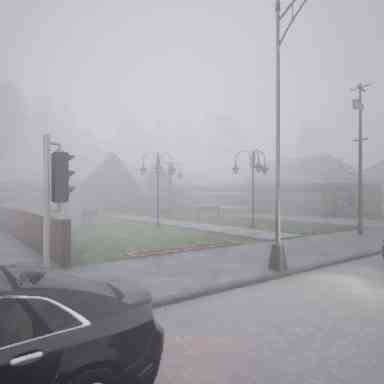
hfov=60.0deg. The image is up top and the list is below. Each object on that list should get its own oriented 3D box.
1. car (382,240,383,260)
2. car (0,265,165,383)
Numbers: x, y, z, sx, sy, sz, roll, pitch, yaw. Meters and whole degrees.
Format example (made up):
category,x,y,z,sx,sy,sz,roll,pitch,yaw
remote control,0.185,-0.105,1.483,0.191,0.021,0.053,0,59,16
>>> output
category,x,y,z,sx,sy,sz,roll,pitch,yaw
car,7.892,1.478,10.513,5.008,1.535,1.882,0,0,-37
car,-2.530,1.505,2.665,4.892,1.490,1.837,0,0,-38
